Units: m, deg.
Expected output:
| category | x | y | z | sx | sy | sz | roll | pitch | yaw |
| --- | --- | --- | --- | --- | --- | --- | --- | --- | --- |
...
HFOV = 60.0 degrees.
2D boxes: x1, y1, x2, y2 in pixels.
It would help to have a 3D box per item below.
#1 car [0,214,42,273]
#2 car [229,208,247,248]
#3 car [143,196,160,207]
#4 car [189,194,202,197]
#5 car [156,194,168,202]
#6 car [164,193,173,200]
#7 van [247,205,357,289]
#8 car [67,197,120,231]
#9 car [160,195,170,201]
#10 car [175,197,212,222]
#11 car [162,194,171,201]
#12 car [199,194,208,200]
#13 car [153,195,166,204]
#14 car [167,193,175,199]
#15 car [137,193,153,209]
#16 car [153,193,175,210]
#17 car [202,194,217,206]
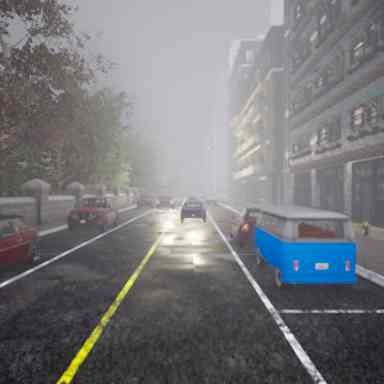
| category | x | y | z | sx | sy | sz | roll | pitch | yaw |
| --- | --- | --- | --- | --- | --- | --- | --- | --- | --- |
| car | -5.687 | 1.394 | 8.752 | 1.967 | 1.590 | 4.097 | 0 | 0 | 0 |
| car | 2.693 | 1.366 | 14.294 | 1.967 | 1.590 | 4.097 | 0 | 0 | 0 |
| car | -5.690 | 1.289 | 47.353 | 1.752 | 1.417 | 4.829 | 0 | 0 | 0 |
| car | 0.103 | 1.292 | 46.749 | 1.812 | 1.442 | 4.674 | 0 | 0 | 0 |
| car | -5.690 | 1.126 | 64.139 | 1.967 | 1.590 | 4.097 | 0 | 0 | 0 |
| car | -5.692 | 1.054 | 80.755 | 1.967 | 1.590 | 4.097 | 0 | 0 | 0 |
| van | 2.694 | 1.295 | 8.755 | 1.690 | 1.788 | 3.998 | 0 | 0 | 0 |
| car | -5.687 | 1.213 | 19.829 | 2.192 | 1.841 | 5.009 | 0 | 0 | 0 |
| car | -5.691 | 1.244 | 69.678 | 1.802 | 1.307 | 4.206 | 0 | 0 | 0 |
| car | 0.100 | 1.363 | 25.185 | 2.128 | 1.511 | 4.902 | 0 | 0 | 0 |
| car | -5.691 | 1.164 | 75.046 | 1.752 | 1.417 | 4.829 | 0 | 0 | 0 |
| car | 2.688 | 1.165 | 80.758 | 2.008 | 1.369 | 4.403 | 0 | 0 | 0 |
| car | -5.691 | 1.277 | 58.601 | 1.947 | 1.339 | 4.313 | 0 | 0 | 0 |
| car | -5.770 | 1.118 | 91.831 | 2.008 | 1.369 | 4.403 | 0 | 0 | 0 |
| car | -5.688 | 1.104 | 41.984 | 2.192 | 1.841 | 5.009 | 0 | 0 | 0 |
| car | -3.086 | 1.150 | 40.098 | 2.097 | 1.767 | 4.553 | 0 | 0 | 0 |
| car | 2.690 | 1.314 | 47.526 | 2.008 | 1.369 | 4.403 | 0 | 0 | 0 |
